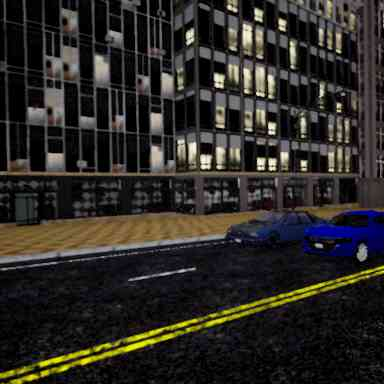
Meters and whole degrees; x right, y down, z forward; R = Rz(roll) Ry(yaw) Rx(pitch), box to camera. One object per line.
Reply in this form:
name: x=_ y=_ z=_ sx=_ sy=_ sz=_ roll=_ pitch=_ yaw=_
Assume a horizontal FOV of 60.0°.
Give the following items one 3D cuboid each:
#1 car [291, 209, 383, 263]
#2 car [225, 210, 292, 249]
car: x=6.054 y=1.416 z=11.991 sx=5.008 sy=1.535 sz=1.882 roll=0 pitch=0 yaw=-35
car: x=3.965 y=1.487 z=14.495 sx=5.357 sy=1.411 sz=2.033 roll=0 pitch=0 yaw=-35
